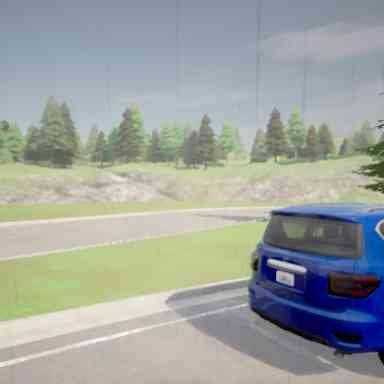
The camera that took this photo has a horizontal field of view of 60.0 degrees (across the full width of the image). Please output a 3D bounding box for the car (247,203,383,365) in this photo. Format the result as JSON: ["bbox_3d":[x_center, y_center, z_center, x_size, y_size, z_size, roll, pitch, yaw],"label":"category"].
[{"bbox_3d":[3.515,1.215,5.696,5.566,2.045,2.150,0,0,-31],"label":"car"}]
